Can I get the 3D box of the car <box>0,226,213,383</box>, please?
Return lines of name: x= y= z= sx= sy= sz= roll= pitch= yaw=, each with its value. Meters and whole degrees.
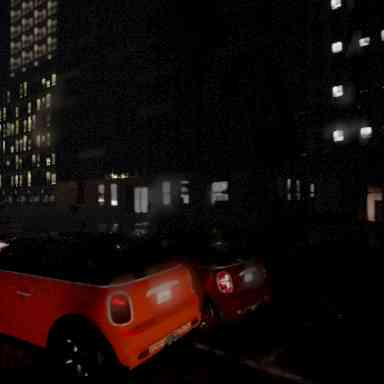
car: x=-2.205 y=1.424 z=5.550 sx=4.553 sy=1.767 sz=2.097 roll=0 pitch=-1 yaw=30

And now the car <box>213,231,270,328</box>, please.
car: x=-0.558 y=1.541 z=7.034 sx=4.097 sy=1.590 sz=1.967 roll=0 pitch=-2 yaw=37
